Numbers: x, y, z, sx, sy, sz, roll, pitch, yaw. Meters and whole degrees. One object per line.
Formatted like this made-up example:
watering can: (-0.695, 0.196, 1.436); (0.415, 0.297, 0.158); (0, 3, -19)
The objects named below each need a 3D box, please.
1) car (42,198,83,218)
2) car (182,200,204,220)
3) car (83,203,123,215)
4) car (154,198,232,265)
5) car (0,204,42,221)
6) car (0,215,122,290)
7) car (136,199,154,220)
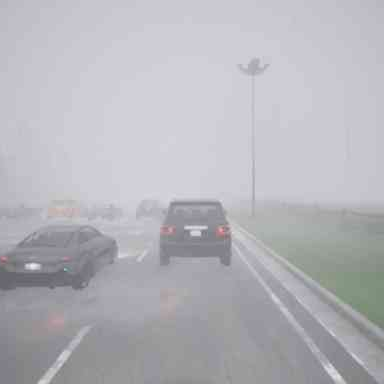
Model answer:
car: (-10.388, 1.346, 28.108); (2.097, 1.767, 4.553); (0, 0, 0)
car: (0.099, 1.518, 29.423); (1.812, 1.442, 4.674); (0, 0, 0)
car: (-6.888, 1.595, 26.824); (1.895, 1.301, 4.718); (0, 0, 0)
car: (0.105, 1.219, 11.774); (2.150, 2.045, 5.566); (0, 0, 0)
car: (-13.889, 1.595, 26.818); (1.895, 1.301, 4.718); (0, 0, 0)
car: (-3.397, 1.562, 9.119); (1.994, 1.385, 4.181); (0, 0, 0)
car: (-3.388, 1.345, 28.100); (2.097, 1.767, 4.553); (0, 0, 0)
